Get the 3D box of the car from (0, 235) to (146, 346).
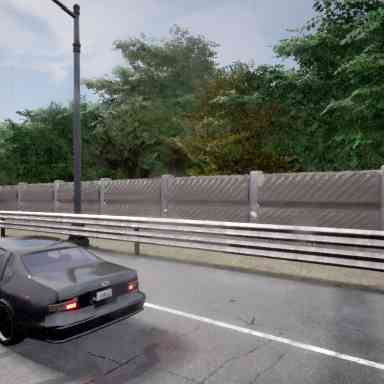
[{"bbox_3d":[-3.322,1.569,6.376,5.357,1.411,2.033,0,0,36],"label":"car"}]
